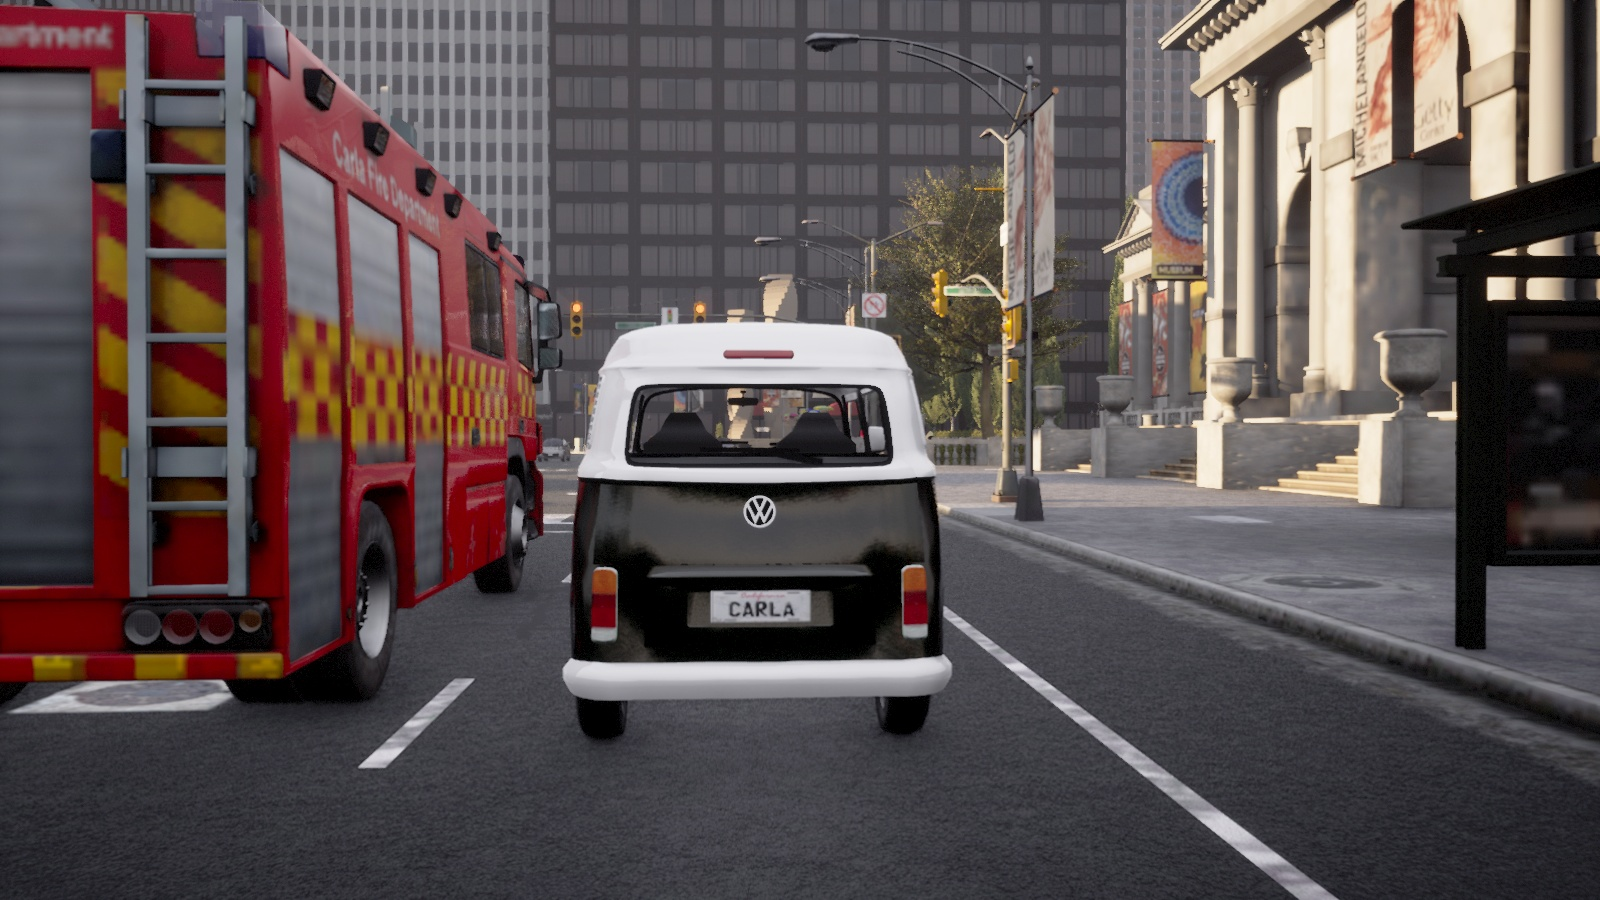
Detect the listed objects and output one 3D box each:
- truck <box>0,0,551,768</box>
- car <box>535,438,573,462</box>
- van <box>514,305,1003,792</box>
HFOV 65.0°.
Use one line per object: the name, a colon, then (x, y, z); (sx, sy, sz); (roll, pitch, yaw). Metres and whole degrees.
truck: (-3.953, -0.558, 9.713); (2.891, 3.827, 8.468); (0, 1, -4)
car: (-15.508, -0.030, 79.319); (1.845, 1.501, 3.633); (0, 0, -3)
van: (-0.307, 0.394, 7.552); (2.069, 2.038, 4.480); (0, 1, -4)
